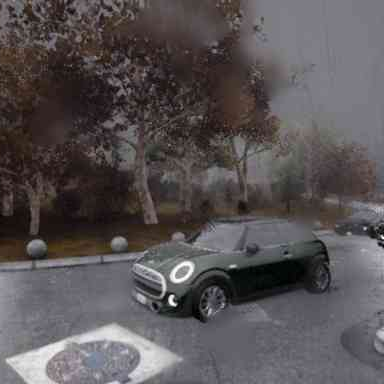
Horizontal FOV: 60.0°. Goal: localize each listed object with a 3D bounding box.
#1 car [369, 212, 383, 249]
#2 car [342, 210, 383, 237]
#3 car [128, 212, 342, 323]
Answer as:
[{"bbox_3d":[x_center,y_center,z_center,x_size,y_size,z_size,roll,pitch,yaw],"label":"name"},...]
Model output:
[{"bbox_3d":[9.611,1.669,13.867,5.357,1.411,2.033,1,0,-42],"label":"car"},{"bbox_3d":[9.768,1.698,18.172,5.357,1.411,2.033,1,-1,-41],"label":"car"},{"bbox_3d":[0.942,1.351,7.286,4.553,1.767,2.097,0,0,-34],"label":"car"}]
